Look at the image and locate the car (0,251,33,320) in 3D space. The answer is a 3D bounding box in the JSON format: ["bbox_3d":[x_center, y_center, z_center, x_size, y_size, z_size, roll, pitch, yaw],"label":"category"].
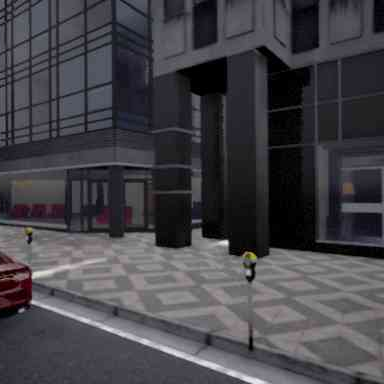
[{"bbox_3d":[-4.825,1.544,6.299,4.507,1.381,1.887,0,-1,36],"label":"car"}]
